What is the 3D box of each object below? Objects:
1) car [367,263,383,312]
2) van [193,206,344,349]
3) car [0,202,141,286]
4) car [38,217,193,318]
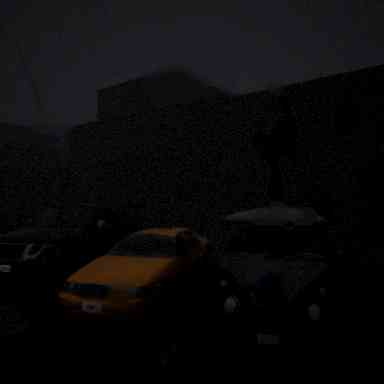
[{"bbox_3d":[3.967,1.508,4.654,2.163,1.488,4.792,-1,-1,16],"label":"car"},{"bbox_3d":[1.547,1.280,6.220,1.878,1.987,4.442,0,-1,16],"label":"van"},{"bbox_3d":[-3.215,1.317,9.715,2.435,2.045,5.566,0,-1,15],"label":"car"},{"bbox_3d":[-0.864,1.531,7.856,1.946,1.575,5.366,0,-1,15],"label":"car"}]
